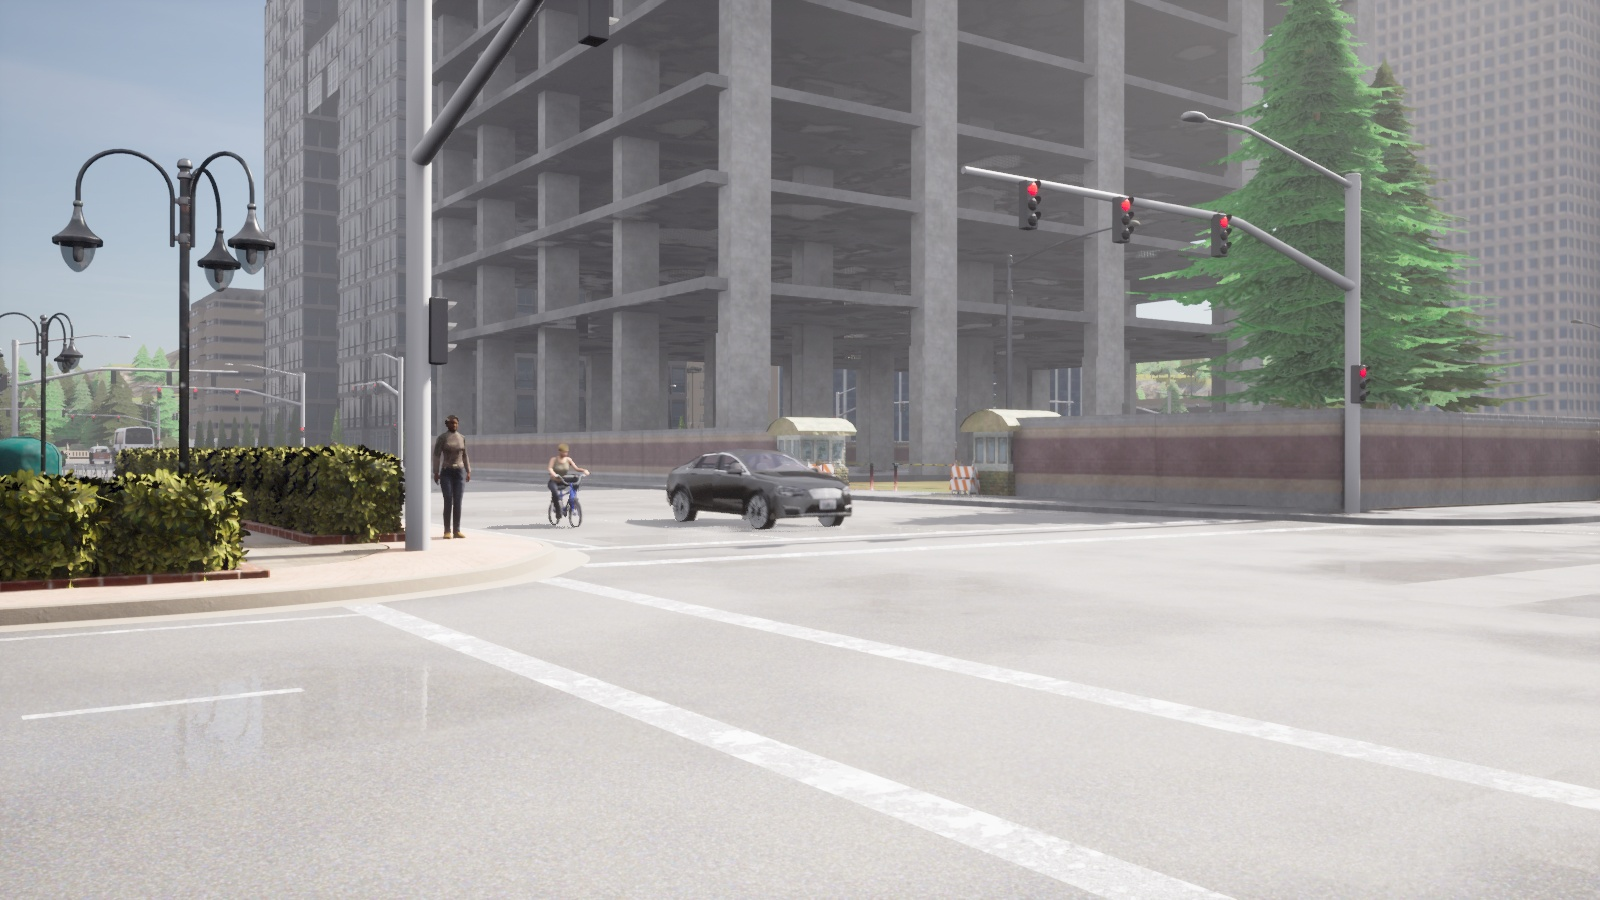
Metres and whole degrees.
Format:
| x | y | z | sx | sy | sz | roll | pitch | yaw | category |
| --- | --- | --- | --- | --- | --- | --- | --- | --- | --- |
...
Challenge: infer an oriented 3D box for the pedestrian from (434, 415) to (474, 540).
| x | y | z | sx | sy | sz | roll | pitch | yaw | category |
| --- | --- | --- | --- | --- | --- | --- | --- | --- | --- |
| -5.117 | 0.400 | 18.540 | 0.328 | 1.805 | 0.869 | 0 | 0 | -33 | pedestrian |

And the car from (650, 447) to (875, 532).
| x | y | z | sx | sy | sz | roll | pitch | yaw | category |
| --- | --- | --- | --- | --- | --- | --- | --- | --- | --- |
| -0.870 | 0.709 | 25.024 | 2.128 | 1.511 | 4.902 | 0 | 0 | -35 | car |

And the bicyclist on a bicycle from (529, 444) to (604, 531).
| x | y | z | sx | sy | sz | roll | pitch | yaw | category |
| --- | --- | --- | --- | --- | --- | --- | --- | --- | --- |
| -4.484 | 0.694 | 24.081 | 0.866 | 1.612 | 1.509 | 0 | 0 | -35 | bicyclist on a bicycle |
